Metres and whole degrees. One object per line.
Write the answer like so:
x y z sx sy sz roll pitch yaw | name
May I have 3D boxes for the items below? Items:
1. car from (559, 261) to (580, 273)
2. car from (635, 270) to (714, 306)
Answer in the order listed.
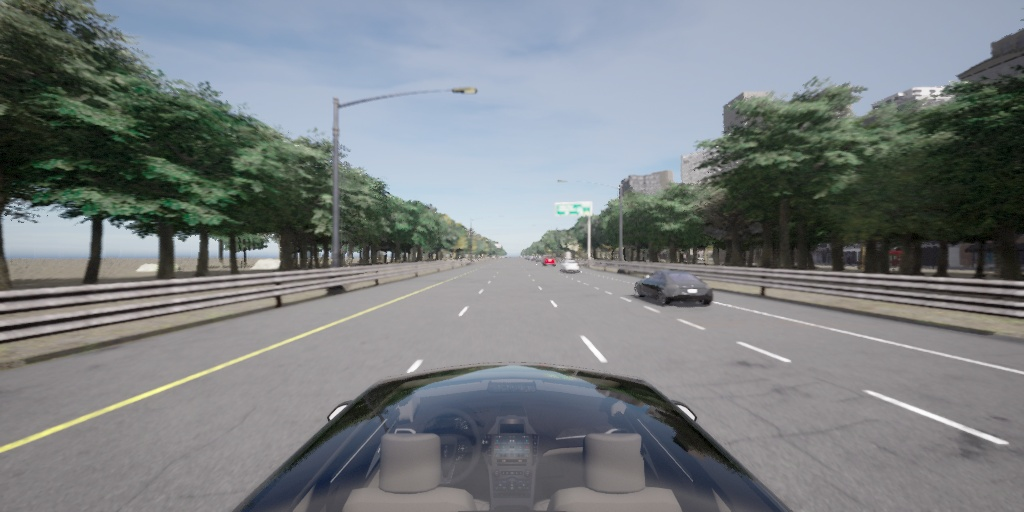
7.073 1.278 44.270 1.812 1.442 4.674 0 0 0 | car
7.003 1.324 15.919 1.994 1.385 4.181 0 0 0 | car
